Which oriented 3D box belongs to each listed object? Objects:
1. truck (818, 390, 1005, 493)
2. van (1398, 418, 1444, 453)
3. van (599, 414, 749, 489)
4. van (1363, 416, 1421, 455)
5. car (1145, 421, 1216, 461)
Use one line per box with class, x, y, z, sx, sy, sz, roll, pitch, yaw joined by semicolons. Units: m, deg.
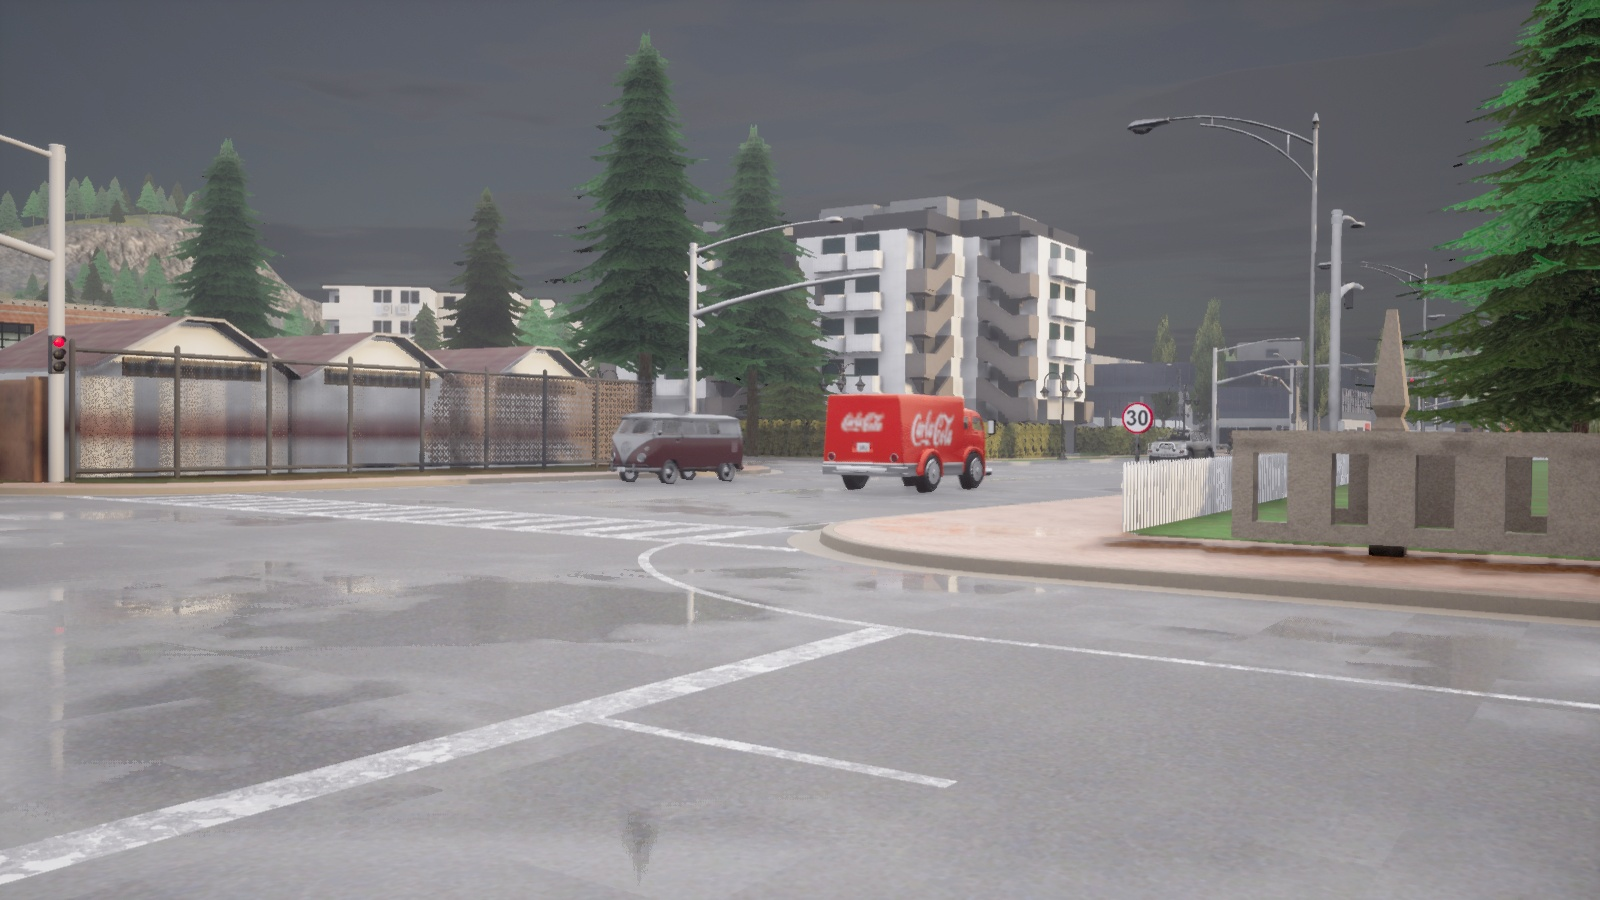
truck;3.030;-0.250;33.035;2.627;2.467;5.204;0;1;35
van;37.116;-0.885;75.025;1.775;1.987;4.442;0;1;35
van;-3.518;0.001;35.913;1.775;1.987;4.442;0;1;35
van;31.990;-0.770;67.801;2.069;2.038;4.480;0;1;35
car;18.483;-0.469;60.863;1.932;1.855;4.605;0;1;35
